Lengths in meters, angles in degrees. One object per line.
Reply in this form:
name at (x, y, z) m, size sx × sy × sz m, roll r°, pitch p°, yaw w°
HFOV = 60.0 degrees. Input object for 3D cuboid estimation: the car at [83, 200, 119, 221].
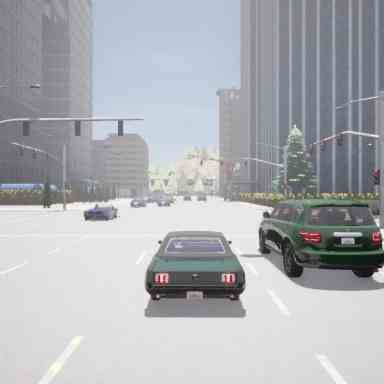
car at (-7.335, 1.601, 27.095) m, size 1.895 × 1.301 × 4.718 m, roll 0°, pitch 0°, yaw -1°

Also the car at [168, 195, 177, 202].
car at (-4.614, 1.458, 77.822) m, size 1.882 × 1.535 × 5.008 m, roll 0°, pitch 0°, yaw -1°

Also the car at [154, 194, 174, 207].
car at (-4.340, 1.491, 52.258) m, size 2.128 × 1.511 × 4.902 m, roll 0°, pitch 0°, yaw -1°

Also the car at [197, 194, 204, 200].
car at (2.227, 1.386, 89.046) m, size 1.882 × 1.535 × 5.008 m, roll 0°, pitch 0°, yaw -1°

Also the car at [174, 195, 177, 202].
car at (-4.468, 1.490, 63.901) m, size 2.128 × 1.511 × 4.902 m, roll 0°, pitch 0°, yaw 0°

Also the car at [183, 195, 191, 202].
car at (-1.122, 1.500, 78.496) m, size 1.837 × 1.490 × 4.892 m, roll 0°, pitch 0°, yaw -1°

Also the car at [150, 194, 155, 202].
car at (-7.974, 1.564, 67.329) m, size 1.994 × 1.385 × 4.181 m, roll 0°, pitch 0°, yaw -1°

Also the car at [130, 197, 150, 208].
car at (-7.786, 1.491, 48.311) m, size 2.128 × 1.511 × 4.902 m, roll 0°, pitch 0°, yaw -1°

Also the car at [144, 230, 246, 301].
car at (0.074, 1.601, 8.301) m, size 1.895 × 1.301 × 4.718 m, roll 0°, pitch 0°, yaw 0°

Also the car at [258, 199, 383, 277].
car at (3.585, 1.221, 10.330) m, size 2.150 × 2.045 × 5.566 m, roll 0°, pitch 0°, yaw 0°

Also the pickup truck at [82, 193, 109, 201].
pickup truck at (-21.173, 1.058, 73.355) m, size 2.390 × 2.098 × 6.274 m, roll 0°, pitch 0°, yaw 30°

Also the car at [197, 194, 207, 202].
car at (2.373, 1.348, 78.765) m, size 2.097 × 1.767 × 4.553 m, roll 0°, pitch 0°, yaw -1°
